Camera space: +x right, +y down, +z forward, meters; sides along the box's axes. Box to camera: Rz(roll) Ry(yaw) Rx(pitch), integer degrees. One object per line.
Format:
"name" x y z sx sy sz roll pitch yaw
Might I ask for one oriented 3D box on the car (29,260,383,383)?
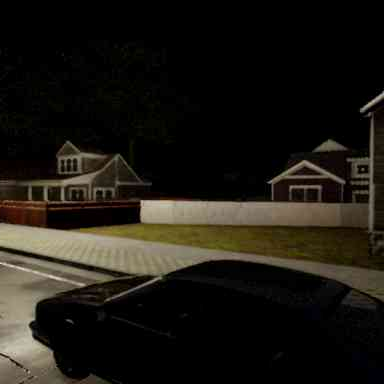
"car" 0.399 1.535 3.698 5.357 1.411 2.033 1 0 36
